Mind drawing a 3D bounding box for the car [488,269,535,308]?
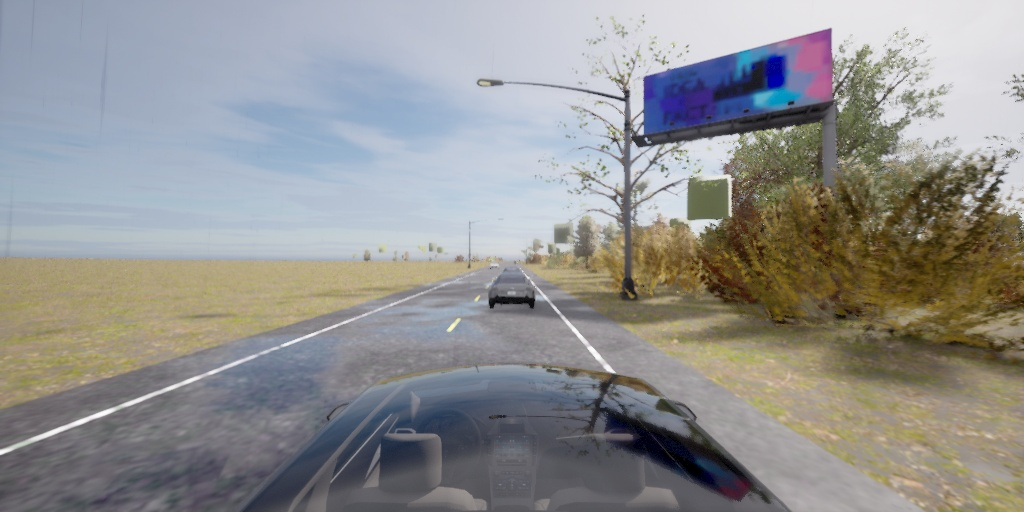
[{"bbox_3d":[-0.004,1.450,16.146,1.994,1.385,4.181,0,0,0],"label":"car"}]

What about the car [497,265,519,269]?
[{"bbox_3d":[-0.009,1.591,31.135,1.994,1.385,4.181,0,0,0],"label":"car"}]
